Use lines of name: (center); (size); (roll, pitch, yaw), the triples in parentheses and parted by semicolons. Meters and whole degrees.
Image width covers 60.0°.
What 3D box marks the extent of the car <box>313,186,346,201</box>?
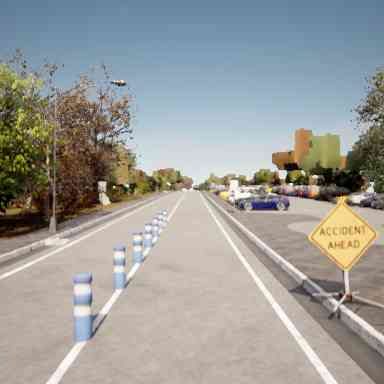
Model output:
car: (20.026, 0.252, 45.238); (5.566, 2.045, 2.435); (0, 2, 0)

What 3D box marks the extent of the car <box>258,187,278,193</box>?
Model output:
car: (20.365, -0.633, 89.544); (5.008, 1.535, 2.097); (0, 1, 0)

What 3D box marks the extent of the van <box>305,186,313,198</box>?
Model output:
van: (20.162, 0.097, 50.899); (4.442, 1.987, 1.878); (0, 2, 0)

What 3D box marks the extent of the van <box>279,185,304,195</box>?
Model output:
van: (20.067, -0.333, 67.385); (4.442, 1.987, 1.878); (0, 1, 0)

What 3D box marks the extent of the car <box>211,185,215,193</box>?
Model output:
car: (7.100, -0.141, 70.354); (4.792, 1.488, 2.163); (0, 1, 0)

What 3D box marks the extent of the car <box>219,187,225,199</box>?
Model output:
car: (6.733, 0.504, 45.390); (5.366, 1.575, 1.946); (0, 2, 0)

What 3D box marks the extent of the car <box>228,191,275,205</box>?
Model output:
car: (7.057, 0.684, 39.838); (5.366, 1.575, 1.946); (0, 2, 0)

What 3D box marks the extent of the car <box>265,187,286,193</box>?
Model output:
car: (20.305, -0.398, 81.362); (4.674, 1.452, 2.002); (0, 1, 0)

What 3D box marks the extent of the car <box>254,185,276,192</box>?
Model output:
car: (20.367, -0.952, 92.432); (5.566, 2.045, 2.435); (0, 1, 0)

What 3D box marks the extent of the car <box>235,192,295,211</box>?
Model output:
car: (6.772, 0.986, 31.517); (4.792, 1.488, 2.163); (0, 2, 0)

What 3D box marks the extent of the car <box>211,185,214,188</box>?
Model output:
car: (7.123, -0.207, 73.130); (4.792, 1.488, 2.163); (0, 1, 0)

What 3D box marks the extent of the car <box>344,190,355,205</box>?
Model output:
car: (19.925, 0.813, 36.943); (4.674, 1.452, 2.002); (0, 2, 0)

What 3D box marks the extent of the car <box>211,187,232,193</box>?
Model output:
car: (7.216, -0.433, 81.455); (4.892, 1.521, 2.231); (0, 1, 0)

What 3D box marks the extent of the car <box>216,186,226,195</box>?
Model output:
car: (6.781, 0.323, 51.060); (5.366, 1.575, 1.946); (0, 2, 0)

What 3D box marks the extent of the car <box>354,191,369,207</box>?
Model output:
car: (19.875, 0.892, 34.174); (4.792, 1.488, 2.163); (0, 2, 0)

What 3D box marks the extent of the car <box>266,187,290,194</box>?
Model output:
car: (20.272, -0.370, 78.467); (5.008, 1.535, 2.097); (0, 1, 0)

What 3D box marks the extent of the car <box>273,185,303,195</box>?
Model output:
car: (20.179, -0.424, 70.152); (5.566, 2.045, 2.435); (0, 1, 0)

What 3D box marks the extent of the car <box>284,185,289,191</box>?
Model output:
car: (20.143, 0.024, 61.851); (5.008, 1.535, 2.097); (0, 1, 0)

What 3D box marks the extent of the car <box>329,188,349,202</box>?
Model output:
car: (19.765, 0.680, 39.712); (5.366, 1.575, 1.946); (0, 2, 0)

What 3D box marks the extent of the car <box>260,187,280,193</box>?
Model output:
car: (20.345, -0.527, 86.775); (4.674, 1.452, 2.002); (0, 1, 0)

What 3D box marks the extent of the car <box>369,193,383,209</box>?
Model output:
car: (19.913, 0.823, 31.525); (4.553, 1.767, 2.185); (0, 2, 0)

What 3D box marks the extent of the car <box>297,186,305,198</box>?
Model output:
car: (20.097, 0.268, 53.677); (4.792, 1.488, 2.163); (0, 2, 1)

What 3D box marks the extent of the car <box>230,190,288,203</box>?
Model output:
car: (6.830, 0.867, 34.290); (5.008, 1.535, 2.097); (0, 2, 0)

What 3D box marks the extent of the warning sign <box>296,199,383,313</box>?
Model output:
warning sign: (2.804, 1.090, 6.144); (1.300, 1.860, 1.060); (-3, -2, 0)

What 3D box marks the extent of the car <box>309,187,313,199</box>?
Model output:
car: (19.993, 0.443, 48.016); (4.792, 1.488, 2.163); (0, 2, 0)

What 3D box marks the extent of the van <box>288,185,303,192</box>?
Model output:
van: (20.006, -0.133, 59.061); (4.442, 1.987, 1.878); (0, 1, 0)

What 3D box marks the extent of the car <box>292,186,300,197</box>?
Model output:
car: (20.120, 0.194, 56.316); (4.792, 1.488, 2.163); (0, 1, 0)

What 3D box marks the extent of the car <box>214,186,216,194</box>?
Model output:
car: (7.088, 0.057, 62.028); (4.792, 1.488, 2.163); (0, 1, 0)

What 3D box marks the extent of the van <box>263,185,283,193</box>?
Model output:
van: (20.442, -0.730, 84.124); (4.442, 1.987, 1.878); (0, 1, 0)

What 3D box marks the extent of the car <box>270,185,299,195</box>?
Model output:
car: (20.203, -0.490, 72.922); (5.566, 2.045, 2.435); (0, 1, 0)

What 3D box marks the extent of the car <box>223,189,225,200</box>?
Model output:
car: (6.901, 0.598, 42.614); (4.892, 1.521, 2.231); (0, 2, 0)

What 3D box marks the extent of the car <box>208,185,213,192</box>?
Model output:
car: (6.990, -0.305, 75.906); (5.366, 1.575, 1.946); (0, 1, 0)

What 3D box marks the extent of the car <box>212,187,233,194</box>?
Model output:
car: (7.205, -0.367, 78.679); (4.892, 1.521, 2.231); (0, 1, 0)

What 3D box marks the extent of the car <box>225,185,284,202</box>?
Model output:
car: (6.877, 0.526, 37.056); (5.566, 2.045, 2.435); (0, 2, 0)

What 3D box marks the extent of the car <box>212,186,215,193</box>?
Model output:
car: (7.076, -0.075, 67.579); (4.792, 1.488, 2.163); (0, 1, 0)

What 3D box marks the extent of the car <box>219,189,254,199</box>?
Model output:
car: (7.174, 0.242, 53.709); (5.366, 1.575, 1.946); (0, 2, 0)
